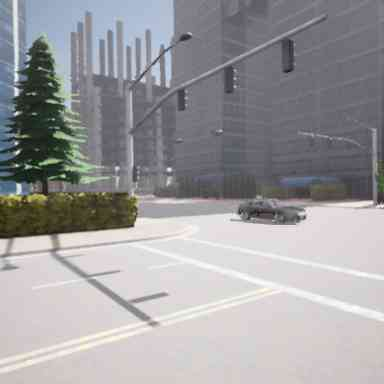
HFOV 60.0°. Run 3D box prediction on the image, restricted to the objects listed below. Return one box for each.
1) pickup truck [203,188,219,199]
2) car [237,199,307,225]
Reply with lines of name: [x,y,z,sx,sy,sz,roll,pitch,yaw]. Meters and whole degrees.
pickup truck: [3.554,0.281,63.908,2.390,2.098,6.274,-1,1,-5]
car: [5.041,1.194,21.492,2.128,1.511,4.902,-1,1,-36]
